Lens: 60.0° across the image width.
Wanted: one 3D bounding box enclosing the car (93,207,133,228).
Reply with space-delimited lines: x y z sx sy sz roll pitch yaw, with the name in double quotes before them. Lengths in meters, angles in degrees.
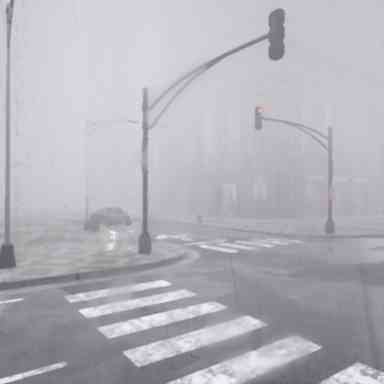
"car" -6.466 1.980 26.775 1.837 1.490 4.892 0 -1 -35
